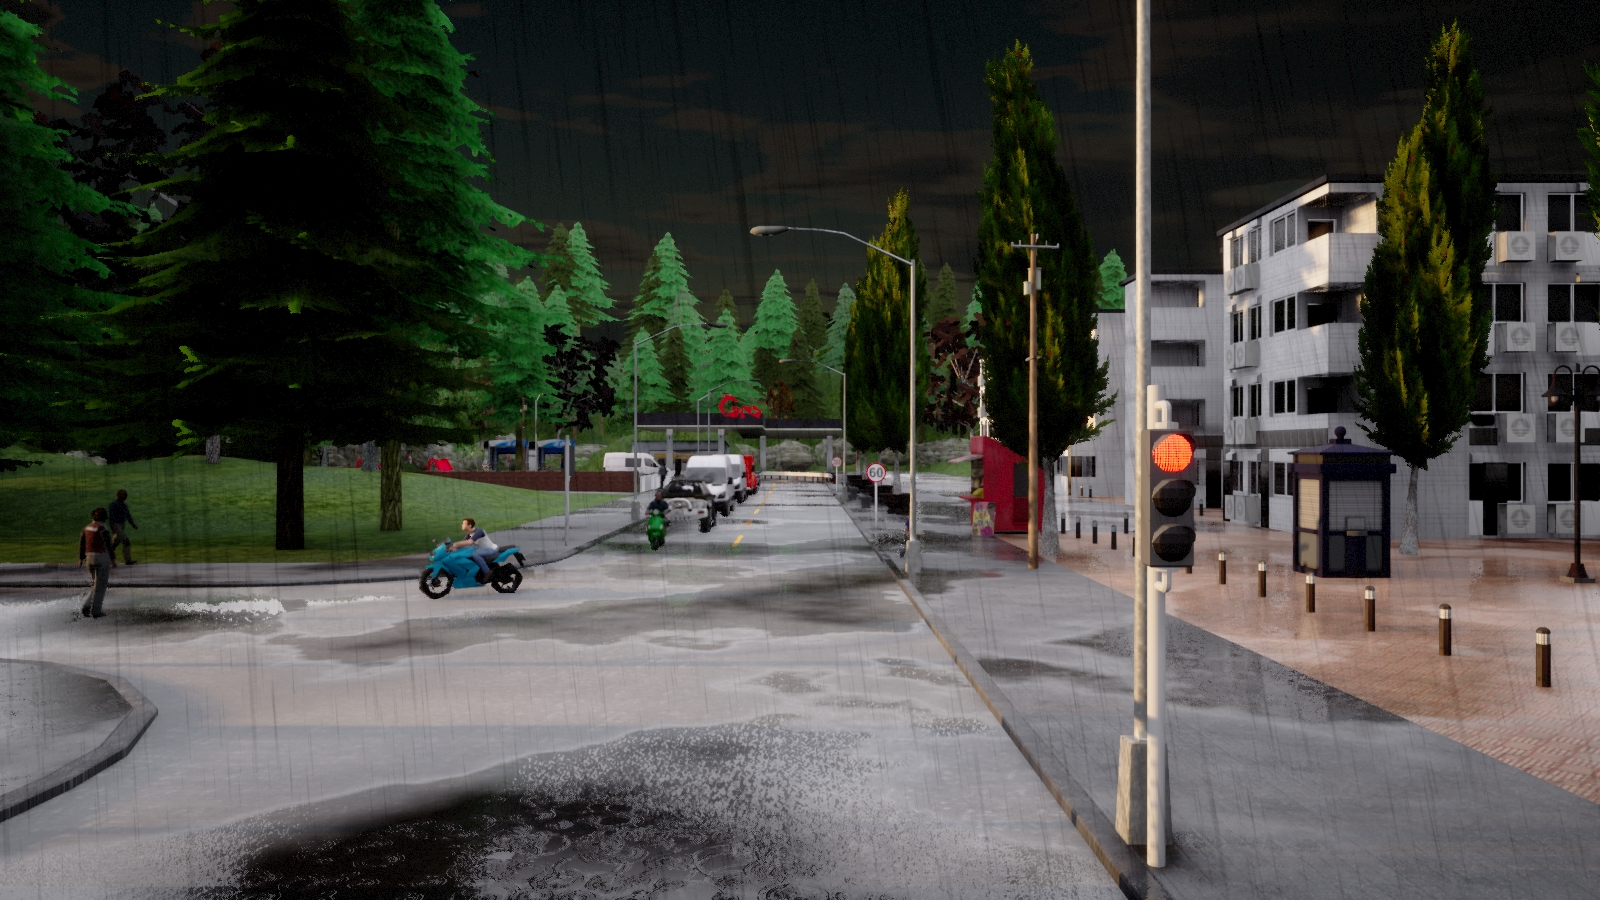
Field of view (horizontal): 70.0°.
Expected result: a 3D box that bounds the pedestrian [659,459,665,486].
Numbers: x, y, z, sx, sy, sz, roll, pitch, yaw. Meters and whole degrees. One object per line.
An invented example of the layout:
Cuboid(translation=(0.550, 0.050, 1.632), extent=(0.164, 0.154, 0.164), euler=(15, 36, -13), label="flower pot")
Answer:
Cuboid(translation=(-9.292, 1.512, 77.067), extent=(0.375, 1.860, 0.375), euler=(0, 0, 0), label="pedestrian")

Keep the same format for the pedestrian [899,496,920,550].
Cuboid(translation=(2.698, 1.800, 28.163), extent=(0.375, 1.300, 0.375), euler=(0, 0, 41), label="pedestrian")

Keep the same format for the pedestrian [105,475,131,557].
Cuboid(translation=(-15.735, 1.520, 26.356), extent=(0.375, 1.860, 0.375), euler=(0, 0, 2), label="pedestrian")

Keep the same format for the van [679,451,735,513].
Cuboid(translation=(-4.009, 1.306, 50.030), extent=(1.988, 2.561, 5.915), euler=(0, 0, 0), label="van")

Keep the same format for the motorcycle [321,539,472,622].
Cuboid(translation=(-6.271, 1.994, 17.808), extent=(2.033, 1.145, 0.803), euler=(2, -1, -38), label="motorcycle")

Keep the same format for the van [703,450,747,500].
Cuboid(translation=(-3.995, 1.304, 61.495), extent=(1.988, 2.561, 5.915), euler=(0, 0, 0), label="van")

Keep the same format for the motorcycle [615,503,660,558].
Cuboid(translation=(-3.994, 1.957, 28.206), extent=(0.856, 1.236, 1.805), euler=(0, 0, 0), label="motorcycle")

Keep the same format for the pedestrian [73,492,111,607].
Cuboid(translation=(-11.637, 1.625, 18.784), extent=(0.375, 1.860, 0.375), euler=(0, 0, 13), label="pedestrian")

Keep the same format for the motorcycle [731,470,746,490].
Cuboid(translation=(-3.985, 1.950, 73.971), extent=(0.856, 1.236, 1.805), euler=(0, 0, 0), label="motorcycle")

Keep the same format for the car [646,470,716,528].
Cuboid(translation=(-4.062, 1.639, 39.661), extent=(1.932, 1.855, 4.605), euler=(0, -1, 0), label="car")

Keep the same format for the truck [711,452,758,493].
Cuboid(translation=(-4.000, 1.335, 71.045), extent=(2.627, 2.467, 5.204), euler=(0, 0, 0), label="truck")
